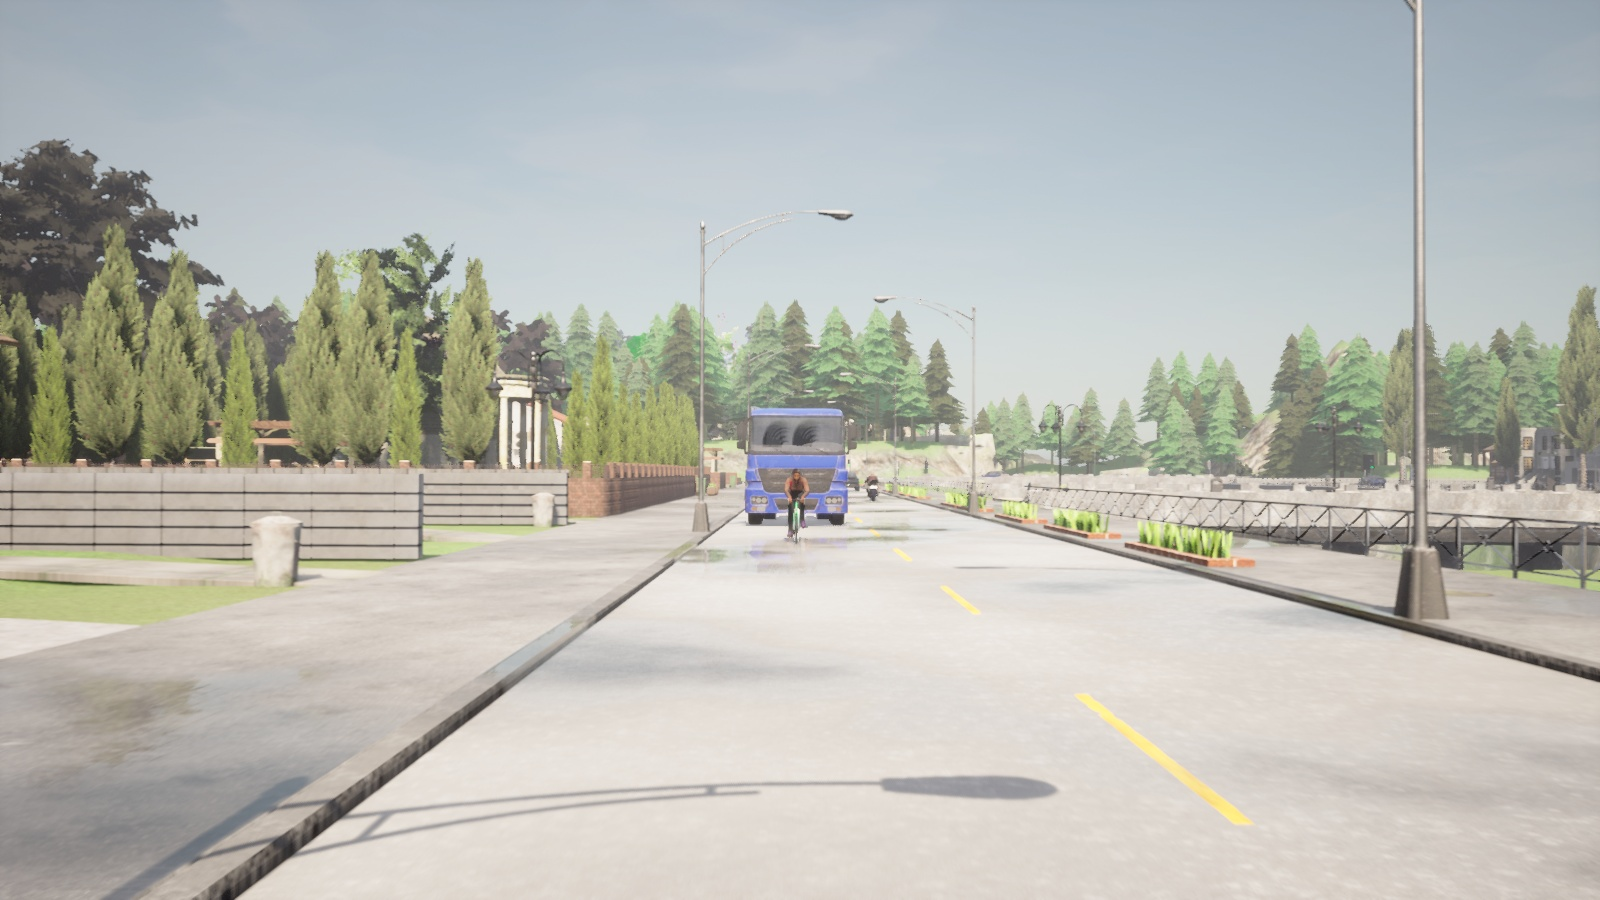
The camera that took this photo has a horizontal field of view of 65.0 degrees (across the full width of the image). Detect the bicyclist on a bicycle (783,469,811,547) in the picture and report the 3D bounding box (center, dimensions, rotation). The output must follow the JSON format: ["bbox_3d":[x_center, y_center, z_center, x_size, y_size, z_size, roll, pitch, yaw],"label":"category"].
[{"bbox_3d":[-0.066,1.223,27.177,0.582,1.620,1.656,0,-1,0],"label":"bicyclist on a bicycle"}]

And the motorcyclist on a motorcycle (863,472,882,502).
[{"bbox_3d":[3.838,1.949,66.567,0.866,1.530,2.191,0,-1,0],"label":"motorcyclist on a motorcycle"}]

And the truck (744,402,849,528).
[{"bbox_3d":[-0.098,0.480,38.630,2.891,3.462,7.936,0,-1,0],"label":"truck"}]
